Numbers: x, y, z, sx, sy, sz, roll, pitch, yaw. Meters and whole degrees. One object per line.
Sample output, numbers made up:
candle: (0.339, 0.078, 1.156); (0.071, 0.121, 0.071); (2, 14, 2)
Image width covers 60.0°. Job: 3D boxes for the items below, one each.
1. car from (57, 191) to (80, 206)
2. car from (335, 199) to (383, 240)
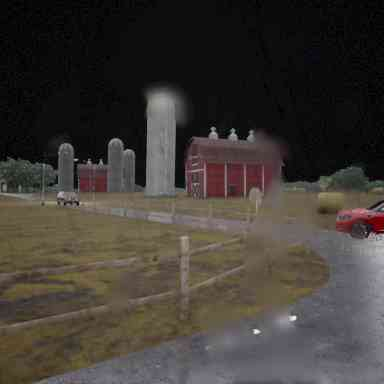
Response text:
car: (-18.603, 0.959, 49.890); (2.150, 2.045, 5.566); (2, 0, -35)
car: (9.799, 1.260, 15.718); (5.566, 2.045, 2.150); (1, 1, 21)
